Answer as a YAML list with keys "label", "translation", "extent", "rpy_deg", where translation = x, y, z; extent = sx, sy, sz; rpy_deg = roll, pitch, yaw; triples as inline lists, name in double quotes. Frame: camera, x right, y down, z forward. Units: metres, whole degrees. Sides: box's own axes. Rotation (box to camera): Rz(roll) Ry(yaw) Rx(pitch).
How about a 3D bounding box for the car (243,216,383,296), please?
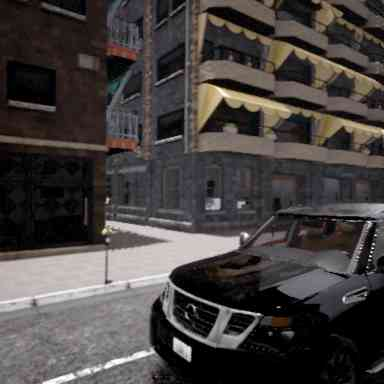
- label: "car"
  translation: [3.715, 1.531, 9.209]
  extent: [4.507, 1.381, 1.887]
  rpy_deg: [0, 1, -36]

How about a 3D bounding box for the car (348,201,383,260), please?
- label: "car"
  translation: [8.244, 1.289, 12.446]
  extent: [5.009, 1.841, 2.192]
  rpy_deg: [0, 1, -36]

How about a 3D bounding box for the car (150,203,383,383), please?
- label: "car"
  translation: [2.149, 1.215, 4.917]
  extent: [5.566, 2.045, 2.150]
  rpy_deg: [0, 0, -36]
